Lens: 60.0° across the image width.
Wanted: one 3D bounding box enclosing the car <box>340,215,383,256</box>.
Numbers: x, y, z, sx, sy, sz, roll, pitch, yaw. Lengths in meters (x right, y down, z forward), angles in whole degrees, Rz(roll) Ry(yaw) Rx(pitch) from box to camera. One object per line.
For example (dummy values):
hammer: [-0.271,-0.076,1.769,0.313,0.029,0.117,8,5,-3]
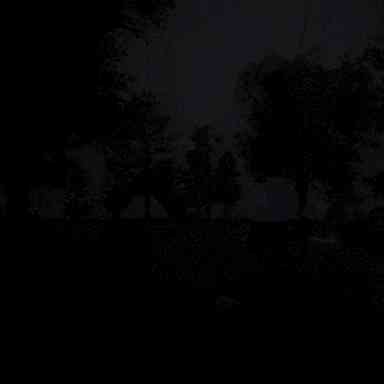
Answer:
car: [7.830,1.648,13.470,1.812,1.442,4.674,0,-1,-3]
